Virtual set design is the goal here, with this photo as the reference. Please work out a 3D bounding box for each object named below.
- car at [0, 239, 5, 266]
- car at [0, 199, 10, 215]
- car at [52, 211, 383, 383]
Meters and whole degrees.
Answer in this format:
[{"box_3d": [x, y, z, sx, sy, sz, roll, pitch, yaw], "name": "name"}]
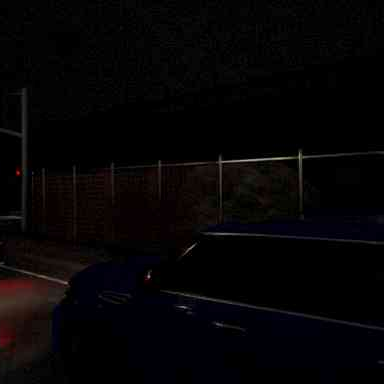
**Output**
[{"box_3d": [-7.051, 1.492, 9.021, 4.902, 1.511, 2.128, 0, 0, 33], "name": "car"}, {"box_3d": [-20.148, 1.407, 31.886, 2.097, 1.767, 4.553, 0, 0, 37], "name": "car"}, {"box_3d": [0.963, 1.221, 3.303, 5.566, 2.045, 2.150, 0, 0, 35], "name": "car"}]
